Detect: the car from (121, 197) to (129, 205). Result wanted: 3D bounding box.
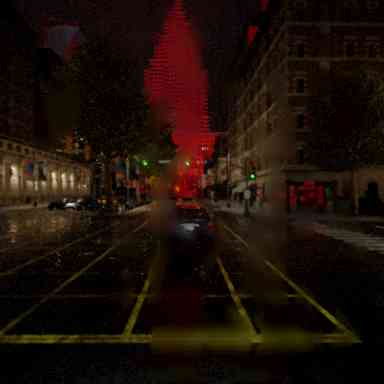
[{"bbox_3d":[-12.336,1.512,58.498,1.994,1.385,4.181,0,0,-1],"label":"car"}]

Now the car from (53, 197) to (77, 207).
[{"bbox_3d":[-18.968,1.520,50.037,1.895,1.301,4.718,0,0,-1],"label":"car"}]

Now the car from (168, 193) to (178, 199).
[{"bbox_3d":[-4.621,1.198,79.193,2.150,2.045,5.566,0,0,-1],"label":"car"}]

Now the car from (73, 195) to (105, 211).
[{"bbox_3d":[-12.153,1.477,39.477,1.812,1.442,4.674,0,0,-1],"label":"car"}]

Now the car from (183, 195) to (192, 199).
[{"bbox_3d":[-1.119,1.525,79.005,2.033,1.411,5.357,0,0,-1],"label":"car"}]

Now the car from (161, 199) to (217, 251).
[{"bbox_3d":[-0.120,1.350,14.209,2.097,1.767,4.553,0,0,-1],"label":"car"}]

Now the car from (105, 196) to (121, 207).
[{"bbox_3d":[-12.227,1.427,48.625,1.882,1.535,5.008,0,0,0],"label":"car"}]

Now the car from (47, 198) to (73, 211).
[{"bbox_3d":[-15.664,1.486,40.590,2.033,1.411,5.357,0,0,-1],"label":"car"}]

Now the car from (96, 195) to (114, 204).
[{"bbox_3d":[-15.872,1.426,61.101,2.128,1.511,4.902,0,0,-1],"label":"car"}]

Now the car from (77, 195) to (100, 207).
[{"bbox_3d":[-15.727,1.289,50.700,2.097,1.767,4.553,0,0,-1],"label":"car"}]
